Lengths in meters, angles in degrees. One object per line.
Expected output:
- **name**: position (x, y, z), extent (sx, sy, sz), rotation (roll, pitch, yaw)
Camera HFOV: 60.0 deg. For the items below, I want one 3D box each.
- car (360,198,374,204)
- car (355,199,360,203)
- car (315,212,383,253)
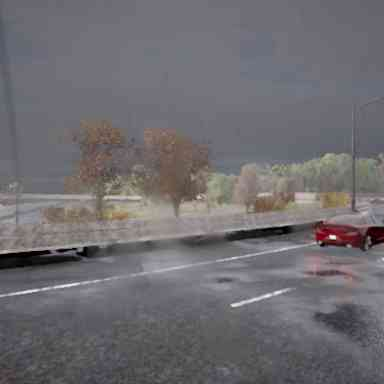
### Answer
- **car**: position (43.771, 2.325, 84.798), extent (1.994, 1.385, 4.181), rotation (0, 0, 2)
- **car**: position (40.278, 2.257, 85.020), extent (1.837, 1.490, 4.892), rotation (0, 0, 2)
- **car**: position (7.347, 1.636, 14.779), extent (5.008, 1.535, 1.882), rotation (0, 0, -43)
